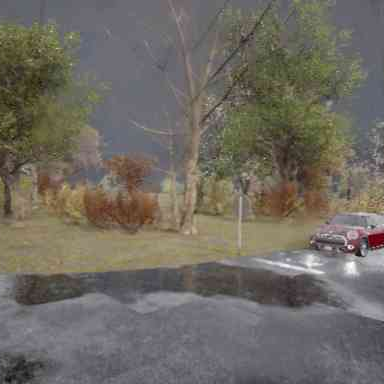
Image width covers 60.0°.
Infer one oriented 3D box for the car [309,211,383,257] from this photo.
[{"bbox_3d":[7.159,1.722,14.733,4.553,1.767,2.097,2,-1,-40],"label":"car"}]
